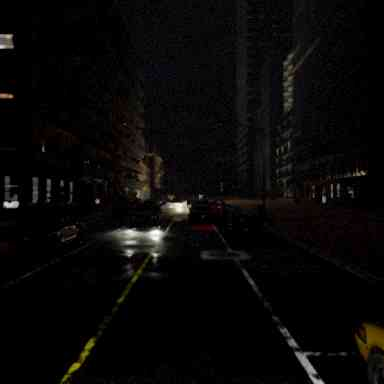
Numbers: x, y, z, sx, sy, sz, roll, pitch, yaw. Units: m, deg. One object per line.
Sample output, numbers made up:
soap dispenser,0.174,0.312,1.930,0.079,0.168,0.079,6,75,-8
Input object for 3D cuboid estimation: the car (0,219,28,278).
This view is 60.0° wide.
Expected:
car,-5.681,1.545,7.142,1.752,1.417,4.829,1,0,0

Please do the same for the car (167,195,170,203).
car,-5.700,1.705,62.839,1.752,1.417,4.829,1,0,0

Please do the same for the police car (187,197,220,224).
police car,0.676,1.497,25.805,1.930,1.638,5.238,0,0,-3

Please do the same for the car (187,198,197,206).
car,-0.021,1.775,60.933,1.895,1.301,4.718,0,0,0

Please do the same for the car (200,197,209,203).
car,2.676,1.796,74.149,1.802,1.307,4.206,1,0,0

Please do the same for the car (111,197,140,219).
car,-5.685,1.397,29.591,2.192,1.841,5.009,1,0,0

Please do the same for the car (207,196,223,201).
car,2.691,1.539,35.162,1.967,1.590,4.097,1,0,0

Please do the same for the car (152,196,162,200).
car,-5.695,1.696,46.300,1.947,1.339,4.313,1,0,0

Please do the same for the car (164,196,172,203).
car,-5.706,1.755,79.548,1.752,1.417,4.829,1,0,0

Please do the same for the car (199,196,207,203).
car,2.674,1.757,79.889,1.752,1.417,4.829,1,0,0

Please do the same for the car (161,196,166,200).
car,-5.697,1.697,51.869,2.008,1.369,4.403,1,0,0

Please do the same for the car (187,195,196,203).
car,-0.025,1.538,73.122,1.882,1.535,5.008,0,0,0

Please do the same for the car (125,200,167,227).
car,-3.107,1.542,23.288,1.882,1.535,5.008,0,0,0

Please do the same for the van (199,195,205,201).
van,2.673,1.607,90.860,1.690,1.788,3.998,1,0,0

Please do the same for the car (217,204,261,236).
car,2.695,1.602,18.454,2.008,1.369,4.403,1,0,0

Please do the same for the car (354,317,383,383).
car,2.701,1.531,1.915,1.752,1.417,4.829,1,0,0

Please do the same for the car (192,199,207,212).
car,0.885,1.622,41.709,1.837,1.490,4.892,0,0,0

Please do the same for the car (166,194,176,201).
car,-5.707,1.580,90.858,2.192,1.841,5.009,1,0,0

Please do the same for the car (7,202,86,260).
car,-5.679,1.350,12.883,2.192,1.841,5.009,1,0,0

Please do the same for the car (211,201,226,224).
car,2.694,1.618,24.022,2.008,1.369,4.403,1,0,0

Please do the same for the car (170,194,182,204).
car,-3.022,1.588,65.185,1.895,1.301,4.718,0,0,0
